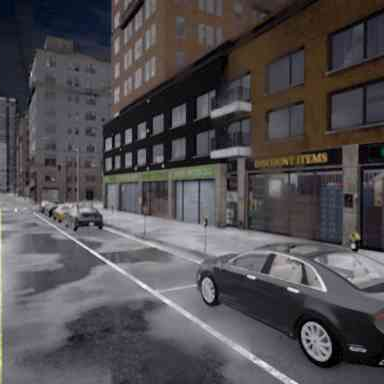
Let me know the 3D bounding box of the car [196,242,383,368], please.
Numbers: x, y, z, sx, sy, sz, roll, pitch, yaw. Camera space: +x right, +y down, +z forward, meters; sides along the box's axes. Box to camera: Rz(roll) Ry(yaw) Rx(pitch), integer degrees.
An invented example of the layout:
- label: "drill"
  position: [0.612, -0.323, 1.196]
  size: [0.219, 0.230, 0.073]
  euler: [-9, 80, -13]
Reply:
- label: "car"
  position: [1.669, 1.547, 5.758]
  size: [2.008, 1.369, 4.403]
  euler: [-1, 0, -30]

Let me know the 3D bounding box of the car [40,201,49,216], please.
- label: "car"
  position: [-12.189, 1.529, 30.007]
  size: [1.947, 1.339, 4.313]
  euler: [-1, 0, -30]

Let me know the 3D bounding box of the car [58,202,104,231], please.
- label: "car"
  position: [-6.646, 1.529, 20.307]
  size: [2.008, 1.369, 4.403]
  euler: [-1, 0, -30]

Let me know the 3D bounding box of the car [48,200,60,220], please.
- label: "car"
  position: [-9.502, 1.496, 25.304]
  size: [1.752, 1.417, 4.829]
  euler: [-1, 0, -30]
